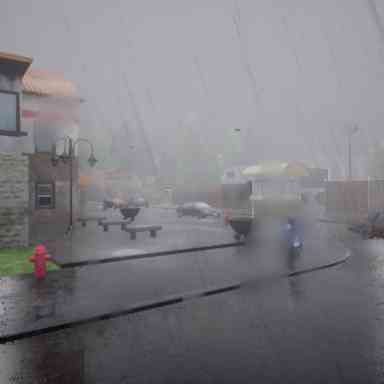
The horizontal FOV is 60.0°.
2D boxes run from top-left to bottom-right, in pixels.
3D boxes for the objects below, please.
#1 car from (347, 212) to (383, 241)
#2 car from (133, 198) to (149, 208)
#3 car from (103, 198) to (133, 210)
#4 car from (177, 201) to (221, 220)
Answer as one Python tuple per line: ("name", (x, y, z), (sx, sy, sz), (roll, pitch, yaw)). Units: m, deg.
("car", (9.297, 1.547, 14.417), (2.033, 1.411, 5.357), (0, 0, -17))
("car", (-7.727, 1.525, 46.754), (1.812, 1.442, 4.674), (0, 0, -39))
("car", (-9.846, 1.485, 42.836), (1.882, 1.535, 5.008), (0, 0, -35))
("car", (0.468, 1.525, 28.216), (1.812, 1.442, 4.674), (0, 0, -36))
